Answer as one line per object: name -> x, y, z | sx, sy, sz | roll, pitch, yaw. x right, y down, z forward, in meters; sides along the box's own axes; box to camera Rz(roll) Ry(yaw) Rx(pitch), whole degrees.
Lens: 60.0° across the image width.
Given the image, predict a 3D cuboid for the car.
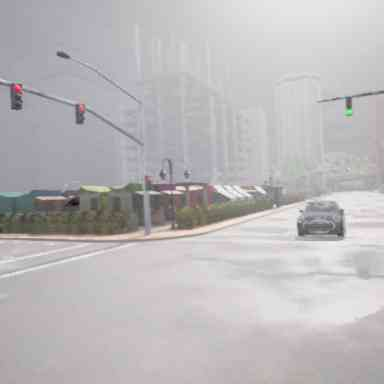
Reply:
car -> 6.788, 1.250, 17.365 | 2.097, 1.767, 4.553 | -3, -1, 26
